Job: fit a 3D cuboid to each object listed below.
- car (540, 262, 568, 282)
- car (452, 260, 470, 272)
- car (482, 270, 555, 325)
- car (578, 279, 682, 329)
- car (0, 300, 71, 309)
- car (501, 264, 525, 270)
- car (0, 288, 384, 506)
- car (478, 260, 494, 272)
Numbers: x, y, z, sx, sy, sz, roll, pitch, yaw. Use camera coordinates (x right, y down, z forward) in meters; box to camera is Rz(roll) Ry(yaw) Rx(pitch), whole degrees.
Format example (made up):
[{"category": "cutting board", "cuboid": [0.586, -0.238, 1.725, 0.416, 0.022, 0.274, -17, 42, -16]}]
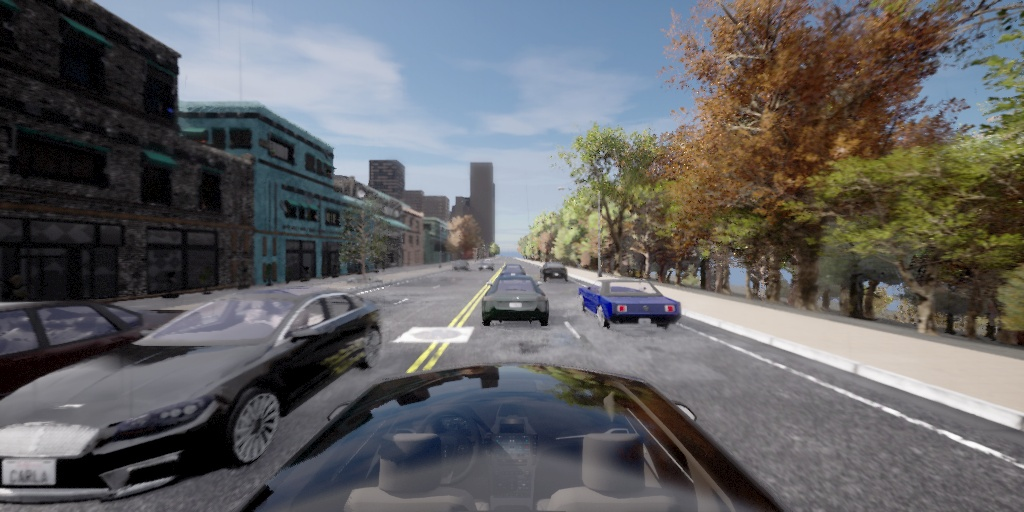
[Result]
[{"category": "car", "cuboid": [3.342, 1.234, 29.312, 1.882, 1.535, 5.008, 0, 0, 0]}, {"category": "car", "cuboid": [-6.595, 1.265, 46.660, 1.837, 1.490, 4.892, 0, 0, 0]}, {"category": "car", "cuboid": [0.096, 1.317, 11.842, 1.994, 1.385, 4.181, 0, 0, 0]}, {"category": "car", "cuboid": [3.346, 1.353, 11.251, 1.895, 1.301, 4.718, 0, 0, 0]}, {"category": "car", "cuboid": [-6.601, 1.298, 4.326, 2.033, 1.411, 5.357, 0, 0, 0]}, {"category": "car", "cuboid": [0.093, 1.321, 28.486, 1.994, 1.385, 4.181, 0, 0, 0]}, {"category": "car", "cuboid": [-3.352, 1.242, 4.940, 2.128, 1.511, 4.902, 0, 0, 0]}, {"category": "car", "cuboid": [-3.345, 1.252, 47.101, 2.128, 1.511, 4.902, 0, 0, 0]}]
